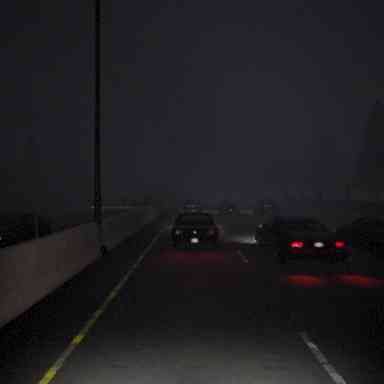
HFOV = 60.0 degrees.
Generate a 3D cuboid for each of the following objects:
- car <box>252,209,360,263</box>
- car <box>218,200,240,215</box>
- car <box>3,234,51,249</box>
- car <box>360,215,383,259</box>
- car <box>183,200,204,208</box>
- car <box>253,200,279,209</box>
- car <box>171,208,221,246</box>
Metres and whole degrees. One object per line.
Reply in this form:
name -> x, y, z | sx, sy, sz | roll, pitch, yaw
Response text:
car -> 3.612, 1.551, 11.963 | 2.033, 1.411, 5.357 | 0, 0, 0
car -> 3.621, 1.533, 33.447 | 1.812, 1.442, 4.674 | 0, 0, 0
car -> -7.087, 1.527, 12.992 | 1.812, 1.442, 4.674 | 0, 0, 0
car -> 7.110, 1.568, 12.542 | 1.994, 1.385, 4.181 | 0, 0, 0
car -> 0.134, 1.498, 32.422 | 2.128, 1.511, 4.902 | 0, 0, 0
car -> 7.134, 1.499, 32.402 | 2.128, 1.511, 4.902 | 0, 0, 0
car -> 0.115, 1.604, 15.254 | 1.895, 1.301, 4.718 | 0, 0, 0
